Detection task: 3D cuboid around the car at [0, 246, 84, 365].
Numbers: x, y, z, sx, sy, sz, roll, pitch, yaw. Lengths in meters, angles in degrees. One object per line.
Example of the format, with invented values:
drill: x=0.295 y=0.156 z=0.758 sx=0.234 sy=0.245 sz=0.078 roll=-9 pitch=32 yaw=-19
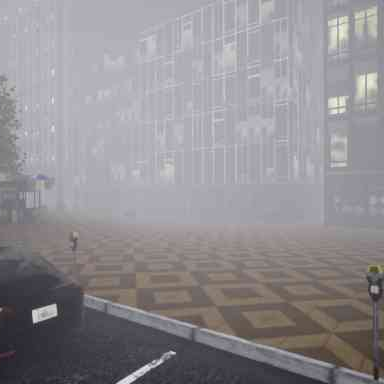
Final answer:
car: x=-3.549 y=1.566 z=5.405 sx=4.313 sy=1.339 sz=1.947 roll=0 pitch=0 yaw=35
